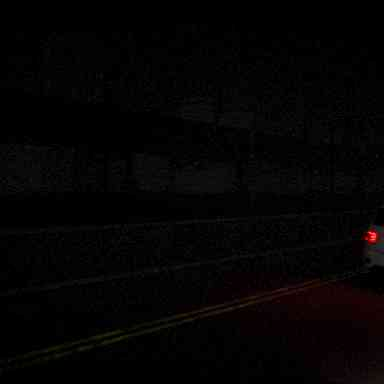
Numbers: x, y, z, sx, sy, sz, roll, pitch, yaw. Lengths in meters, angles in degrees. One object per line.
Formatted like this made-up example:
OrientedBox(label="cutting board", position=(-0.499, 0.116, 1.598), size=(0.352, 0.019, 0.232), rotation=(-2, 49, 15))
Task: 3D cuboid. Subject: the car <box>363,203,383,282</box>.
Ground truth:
OrientedBox(label="car", position=(6.684, 1.250, 8.609), size=(5.566, 2.045, 2.150), rotation=(1, -1, -35))
